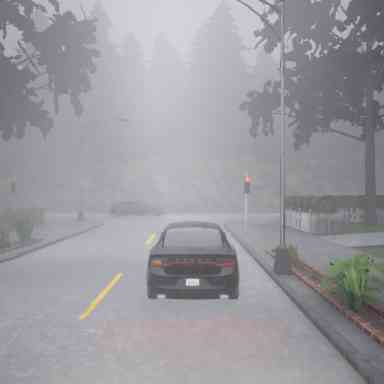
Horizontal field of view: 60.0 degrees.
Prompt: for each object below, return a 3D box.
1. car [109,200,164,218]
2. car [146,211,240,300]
[{"bbox_3d":[-4.953,1.506,30.027,4.892,1.490,1.837,0,0,0],"label":"car"},{"bbox_3d":[0.040,1.478,8.481,1.882,1.535,5.008,0,0,1],"label":"car"}]
